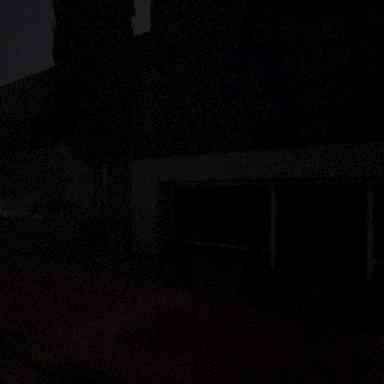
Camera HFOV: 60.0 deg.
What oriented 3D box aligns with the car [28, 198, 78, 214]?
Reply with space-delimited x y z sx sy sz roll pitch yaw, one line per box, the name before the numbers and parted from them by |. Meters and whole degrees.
car | -14.080 1.406 33.976 1.882 1.535 5.008 0 0 36
